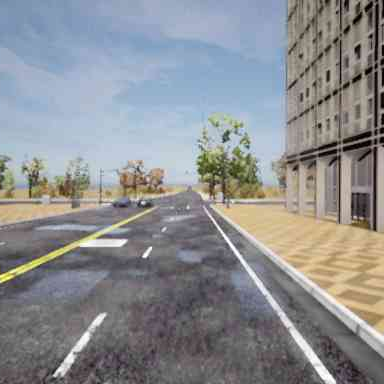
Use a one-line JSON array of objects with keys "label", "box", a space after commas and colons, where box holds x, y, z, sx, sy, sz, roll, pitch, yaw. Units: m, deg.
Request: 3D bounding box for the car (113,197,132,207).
[{"label": "car", "box": [-9.743, 1.380, 47.176, 2.033, 1.411, 5.357, 0, 0, 0]}]

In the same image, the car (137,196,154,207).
[{"label": "car", "box": [-6.496, 1.327, 46.896, 2.128, 1.511, 4.902, 0, 0, 0]}]
